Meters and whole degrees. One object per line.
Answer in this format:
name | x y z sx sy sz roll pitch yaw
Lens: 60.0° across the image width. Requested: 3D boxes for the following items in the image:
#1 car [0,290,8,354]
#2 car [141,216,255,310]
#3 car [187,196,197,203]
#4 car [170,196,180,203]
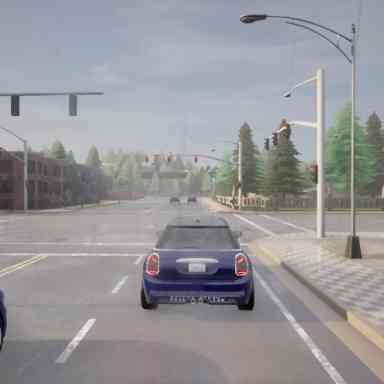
car | -3.441 1.478 2.522 1.882 1.535 5.008 0 0 0
car | 0.158 1.352 7.976 2.097 1.767 4.553 0 0 2
car | 0.037 1.505 68.264 1.837 1.490 4.892 0 0 0
car | -3.463 1.505 68.266 1.837 1.490 4.892 0 0 0
